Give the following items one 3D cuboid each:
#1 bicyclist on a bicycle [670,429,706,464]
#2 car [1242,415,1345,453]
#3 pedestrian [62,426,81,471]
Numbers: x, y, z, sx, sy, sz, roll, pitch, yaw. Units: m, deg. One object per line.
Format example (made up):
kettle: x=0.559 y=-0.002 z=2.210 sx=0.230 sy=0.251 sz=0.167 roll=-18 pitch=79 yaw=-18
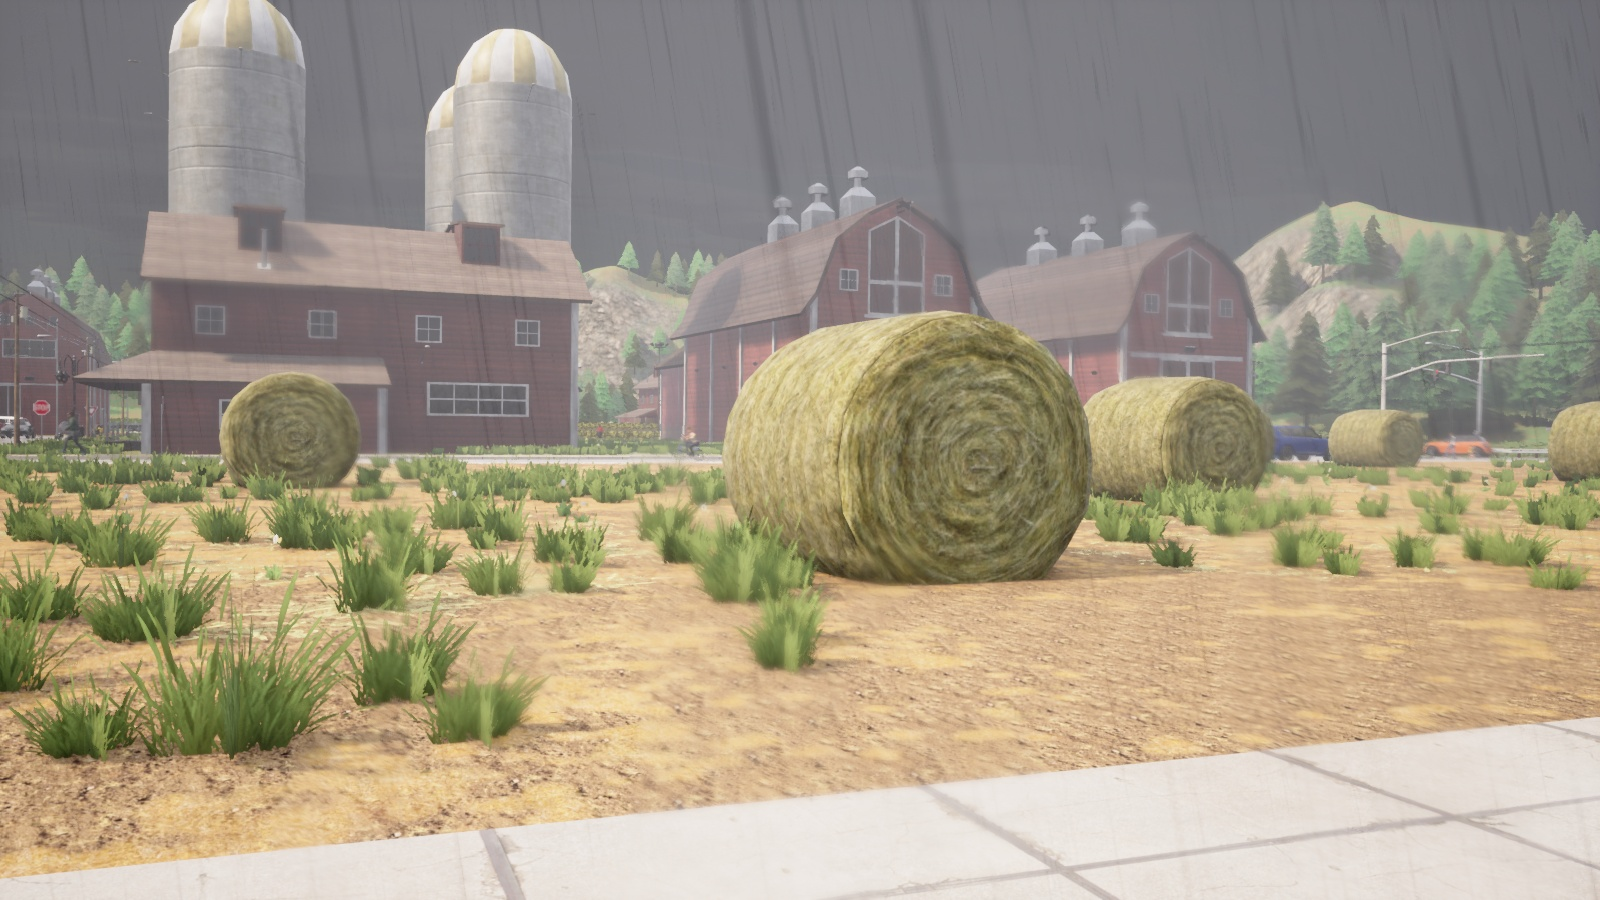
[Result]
bicyclist on a bicycle: x=-5.282 y=-0.163 z=59.180 sx=1.509 sy=1.612 sz=0.866 roll=-1 pitch=1 yaw=-24
car: x=27.739 y=-0.922 z=70.534 sx=5.566 sy=2.045 sz=2.150 roll=-1 pitch=1 yaw=-25
pedestrian: x=-30.030 y=-0.050 z=51.781 sx=0.614 sy=1.847 sz=0.353 roll=-1 pitch=1 yaw=-27
